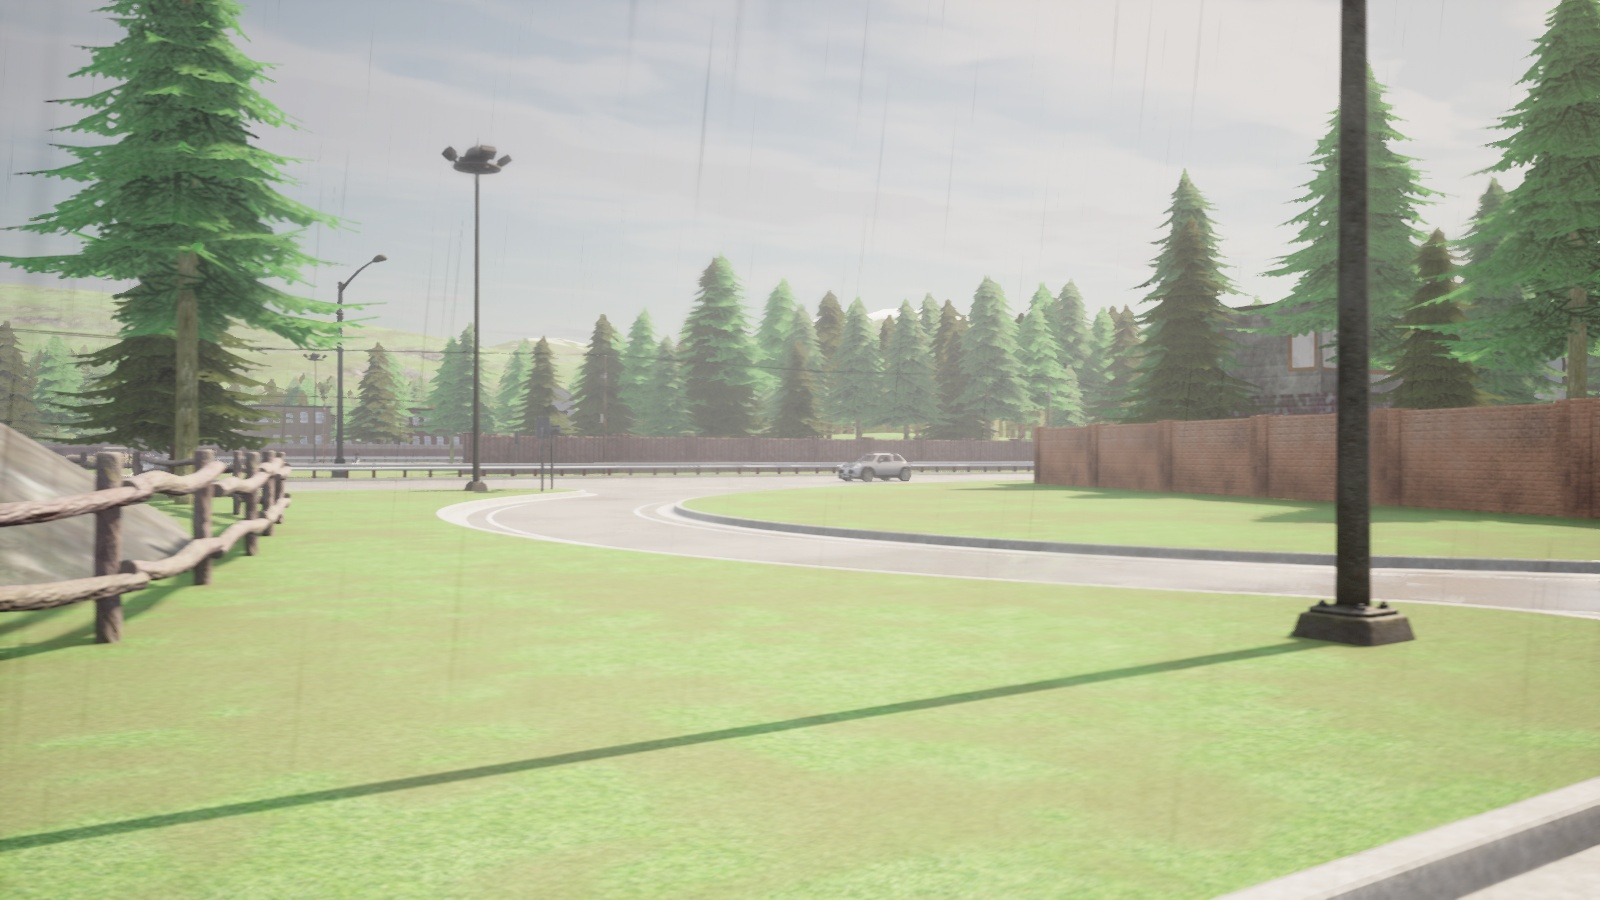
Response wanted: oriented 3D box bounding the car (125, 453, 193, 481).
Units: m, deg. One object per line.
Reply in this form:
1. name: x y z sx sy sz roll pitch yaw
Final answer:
1. car: -37.124 0.958 72.834 2.128 1.511 4.902 0 0 -9

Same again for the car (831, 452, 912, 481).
1. car: 3.763 0.863 65.621 3.806 1.475 1.970 0 0 -35
